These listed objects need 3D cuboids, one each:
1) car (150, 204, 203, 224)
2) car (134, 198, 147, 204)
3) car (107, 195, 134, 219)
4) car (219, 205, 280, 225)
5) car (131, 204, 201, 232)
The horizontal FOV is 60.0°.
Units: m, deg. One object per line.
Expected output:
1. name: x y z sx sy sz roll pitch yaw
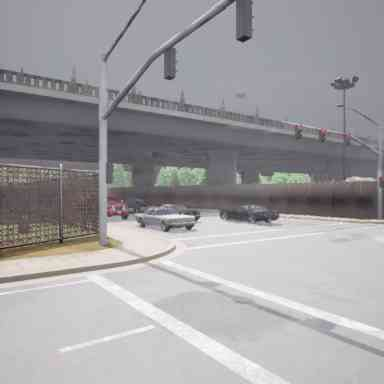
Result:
1. car: -1.324 1.656 26.334 1.895 1.301 4.718 0 0 -36
2. car: -6.439 1.619 33.481 1.994 1.385 4.181 0 0 -36
3. car: -7.428 1.277 28.852 2.150 2.045 5.566 0 0 -36
4. car: 4.162 1.657 25.021 1.895 1.301 4.718 0 0 -36
5. car: -1.750 1.656 20.912 1.895 1.301 4.718 0 0 -36
